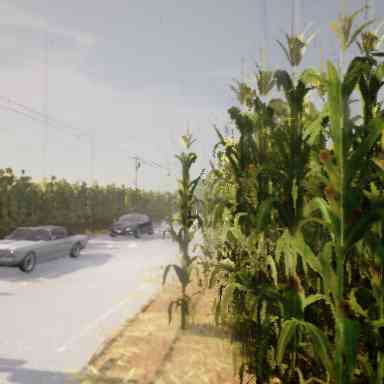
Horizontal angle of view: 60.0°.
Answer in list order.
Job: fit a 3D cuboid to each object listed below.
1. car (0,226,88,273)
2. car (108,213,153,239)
[{"bbox_3d":[-5.747,1.949,12.205,1.895,1.301,4.718,1,-2,10],"label":"car"},{"bbox_3d":[-3.991,2.232,22.483,1.837,1.490,4.892,1,-2,10],"label":"car"}]
